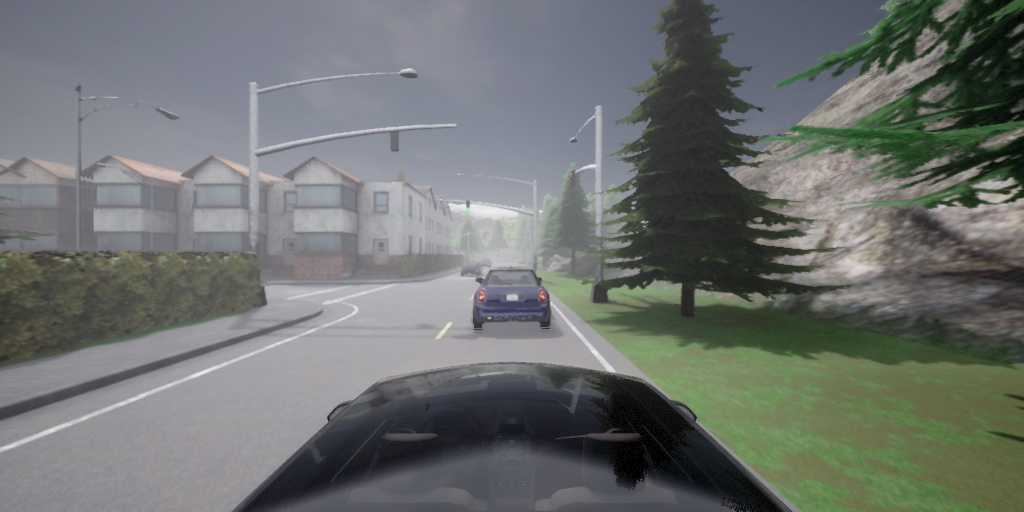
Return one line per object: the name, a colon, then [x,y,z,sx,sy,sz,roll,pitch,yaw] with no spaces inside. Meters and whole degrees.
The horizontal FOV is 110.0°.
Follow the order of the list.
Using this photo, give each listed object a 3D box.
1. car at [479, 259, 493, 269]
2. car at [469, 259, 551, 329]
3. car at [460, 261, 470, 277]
car: [-3.968,1.155,54.974,1.837,1.490,4.892,0,0,0]
car: [-0.093,1.083,11.334,2.097,1.767,4.553,0,0,-3]
car: [-3.854,1.234,35.074,2.033,1.411,5.357,0,0,0]
